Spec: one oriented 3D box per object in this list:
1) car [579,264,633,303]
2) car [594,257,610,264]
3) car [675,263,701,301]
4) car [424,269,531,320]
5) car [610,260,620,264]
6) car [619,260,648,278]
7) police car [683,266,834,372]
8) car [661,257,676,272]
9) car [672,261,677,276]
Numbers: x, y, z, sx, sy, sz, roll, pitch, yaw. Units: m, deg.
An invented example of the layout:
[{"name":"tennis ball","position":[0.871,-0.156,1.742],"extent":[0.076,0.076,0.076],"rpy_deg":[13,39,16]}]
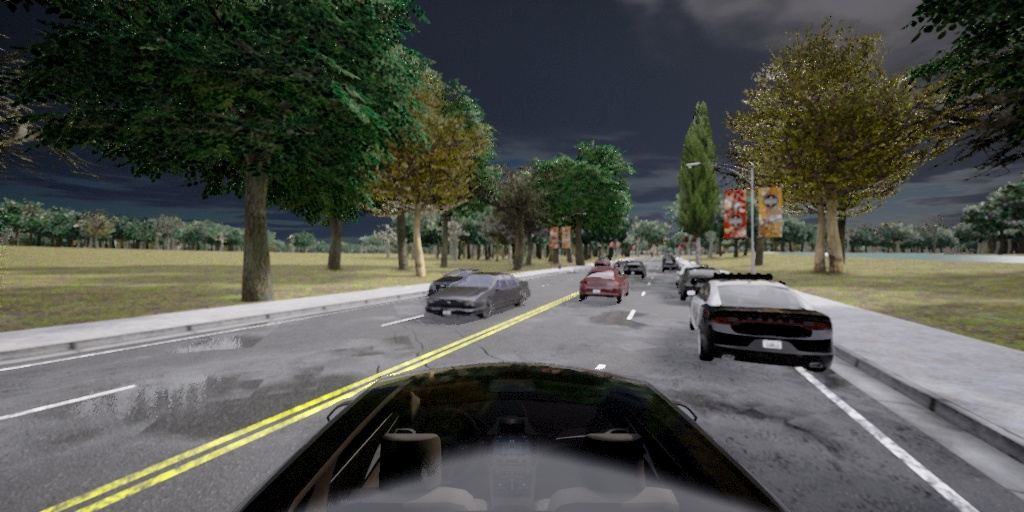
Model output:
[{"name":"car","position":[4.405,1.288,16.907],"extent":[1.812,1.442,4.674],"rpy_deg":[0,0,23]},{"name":"car","position":[14.526,1.029,57.608],"extent":[2.097,1.767,4.553],"rpy_deg":[0,0,23]},{"name":"car","position":[8.963,1.259,17.076],"extent":[1.837,1.490,4.892],"rpy_deg":[0,0,23]},{"name":"car","position":[-0.922,1.317,13.215],"extent":[2.033,1.411,5.357],"rpy_deg":[0,0,23]},{"name":"car","position":[16.416,1.249,53.776],"extent":[1.994,1.385,4.181],"rpy_deg":[0,0,23]},{"name":"car","position":[11.524,1.246,33.587],"extent":[1.837,1.490,4.892],"rpy_deg":[0,0,23]},{"name":"police car","position":[5.079,1.179,7.980],"extent":[1.930,1.638,5.238],"rpy_deg":[0,0,23]},{"name":"car","position":[19.441,1.208,44.025],"extent":[1.837,1.490,4.892],"rpy_deg":[0,0,24]},{"name":"car","position":[11.318,1.274,22.595],"extent":[1.812,1.442,4.674],"rpy_deg":[0,0,23]}]
